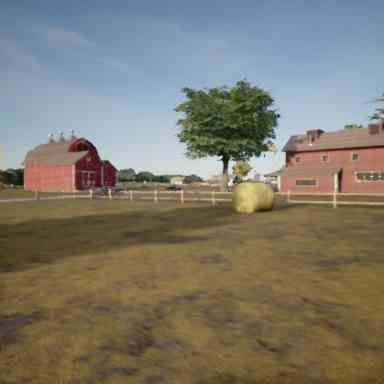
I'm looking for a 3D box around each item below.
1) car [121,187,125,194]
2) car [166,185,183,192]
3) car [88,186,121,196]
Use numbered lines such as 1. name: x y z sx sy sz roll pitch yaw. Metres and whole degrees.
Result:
1. car: -15.136 -0.325 64.276 2.128 1.511 4.902 0 2 36
2. car: -3.860 -0.845 75.359 1.837 1.490 4.892 0 2 35
3. car: -15.687 -0.093 58.717 2.033 1.411 5.357 0 2 35
